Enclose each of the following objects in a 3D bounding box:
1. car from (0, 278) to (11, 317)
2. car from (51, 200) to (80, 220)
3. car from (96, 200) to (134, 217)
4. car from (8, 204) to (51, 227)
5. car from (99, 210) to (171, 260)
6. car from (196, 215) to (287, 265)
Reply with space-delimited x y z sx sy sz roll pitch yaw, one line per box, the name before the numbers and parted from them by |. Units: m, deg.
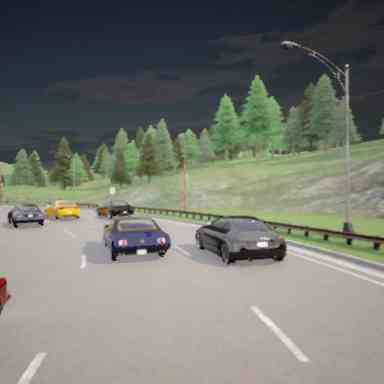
car | -3.685 1.622 3.303 1.895 1.301 4.718 -1 0 -6
car | -11.101 1.466 28.387 1.882 1.535 5.008 -1 0 -35
car | -6.575 1.425 27.986 1.882 1.535 5.008 0 0 -33
car | -11.543 1.562 23.056 2.033 1.411 5.357 -1 0 -33
car | -2.257 1.571 12.436 1.895 1.301 4.718 -1 0 -19
car | 1.533 1.501 11.687 1.994 1.385 4.181 -1 0 -16
